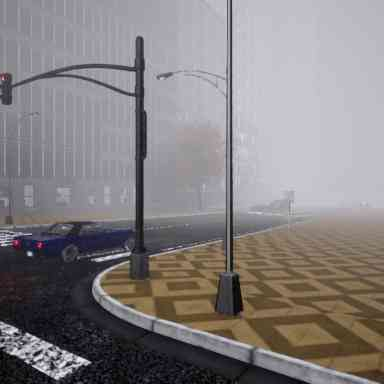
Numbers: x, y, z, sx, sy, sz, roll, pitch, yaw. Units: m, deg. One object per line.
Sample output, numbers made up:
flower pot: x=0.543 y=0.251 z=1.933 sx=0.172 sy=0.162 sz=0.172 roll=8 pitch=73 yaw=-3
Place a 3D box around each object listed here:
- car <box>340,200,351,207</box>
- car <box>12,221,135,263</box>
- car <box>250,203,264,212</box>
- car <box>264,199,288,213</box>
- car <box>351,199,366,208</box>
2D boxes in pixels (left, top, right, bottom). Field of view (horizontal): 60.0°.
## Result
car: x=39.560 y=3.205 z=86.117 sx=2.033 sy=1.411 sz=5.357 roll=0 pitch=-1 yaw=33
car: x=-4.074 y=1.776 z=12.725 sx=1.895 sy=1.301 sz=4.718 roll=0 pitch=-1 yaw=33
car: x=11.061 y=2.497 z=54.048 sx=1.994 sy=1.385 sz=4.181 roll=0 pitch=-1 yaw=33
car: x=13.776 y=2.158 z=52.262 sx=2.150 sy=2.045 sz=5.566 roll=0 pitch=-1 yaw=33
car: x=42.288 y=3.147 z=84.351 sx=1.882 sy=1.535 sz=5.008 roll=0 pitch=-1 yaw=33
